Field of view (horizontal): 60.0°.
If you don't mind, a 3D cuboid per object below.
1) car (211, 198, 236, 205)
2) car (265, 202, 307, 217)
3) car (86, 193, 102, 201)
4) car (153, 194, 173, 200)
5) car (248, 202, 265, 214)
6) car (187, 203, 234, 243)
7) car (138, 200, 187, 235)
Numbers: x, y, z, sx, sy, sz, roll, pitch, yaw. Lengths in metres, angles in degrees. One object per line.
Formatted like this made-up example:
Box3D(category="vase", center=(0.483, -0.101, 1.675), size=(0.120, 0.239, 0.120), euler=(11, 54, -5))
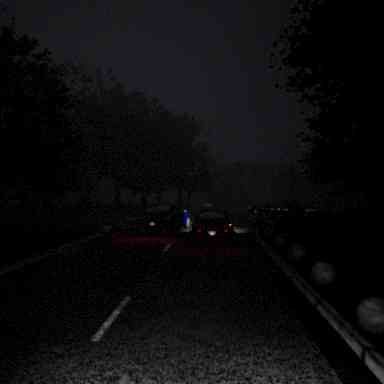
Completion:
Box3D(category="car", center=(5.482, 1.759, 58.281), size=(4.892, 1.490, 1.837), euler=(0, -1, 44))
Box3D(category="car", center=(9.288, 1.616, 31.792), size=(2.033, 1.411, 5.357), euler=(0, -1, 38))
Box3D(category="car", center=(-27.712, 1.536, 90.974), size=(4.553, 1.767, 2.185), euler=(0, 0, -12))
Box3D(category="car", center=(-7.672, 1.819, 93.299), size=(4.792, 1.488, 2.163), euler=(0, 0, -12))
Box3D(category="car", center=(7.842, 1.689, 35.235), size=(1.895, 1.301, 4.718), euler=(0, -1, 39))
Box3D(category="car", center=(0.997, 1.455, 15.538), size=(1.812, 1.442, 4.674), euler=(0, 0, 5))
Box3D(category="car", center=(-1.431, 1.406, 18.476), size=(1.882, 1.535, 5.008), euler=(0, 0, 11))
